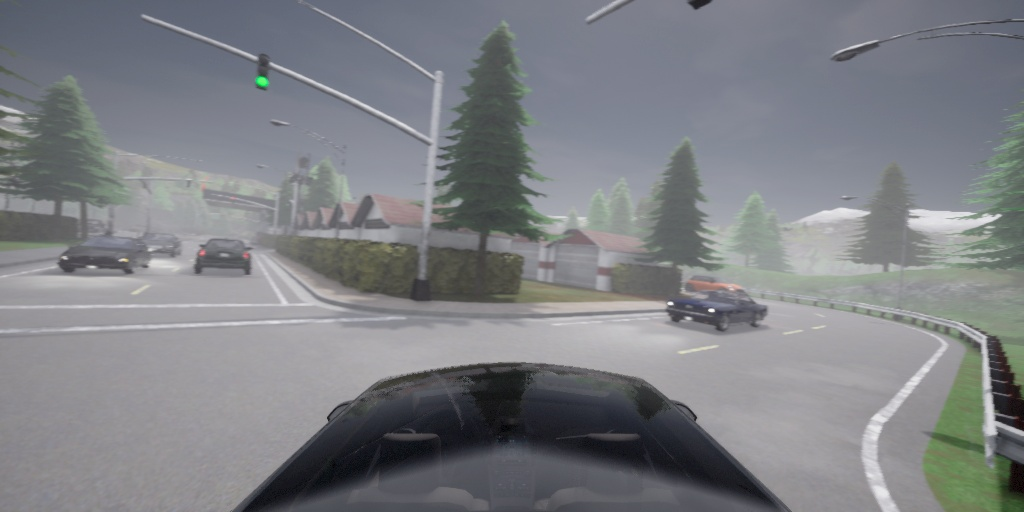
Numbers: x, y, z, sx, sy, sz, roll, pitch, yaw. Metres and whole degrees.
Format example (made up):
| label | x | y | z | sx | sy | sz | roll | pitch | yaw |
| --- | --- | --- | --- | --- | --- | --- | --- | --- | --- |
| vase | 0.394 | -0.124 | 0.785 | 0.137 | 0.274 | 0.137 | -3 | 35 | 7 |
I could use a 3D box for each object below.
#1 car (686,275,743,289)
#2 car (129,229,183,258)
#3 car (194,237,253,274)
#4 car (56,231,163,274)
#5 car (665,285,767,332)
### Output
| label | x | y | z | sx | sy | sz | roll | pitch | yaw |
| --- | --- | --- | --- | --- | --- | --- | --- | --- | --- |
| car | 17.273 | 2.530 | 30.593 | 2.097 | 1.767 | 4.553 | 5 | 0 | -25 |
| car | -23.392 | -0.761 | 23.923 | 2.128 | 1.511 | 4.902 | 5 | 0 | -37 |
| car | -14.466 | -0.138 | 18.139 | 2.097 | 1.767 | 4.553 | 5 | 0 | -38 |
| car | -16.668 | -0.125 | 15.032 | 2.033 | 1.411 | 5.357 | 5 | 0 | -37 |
| car | 7.933 | 1.999 | 13.808 | 4.718 | 1.301 | 1.895 | 5 | 0 | -37 |
